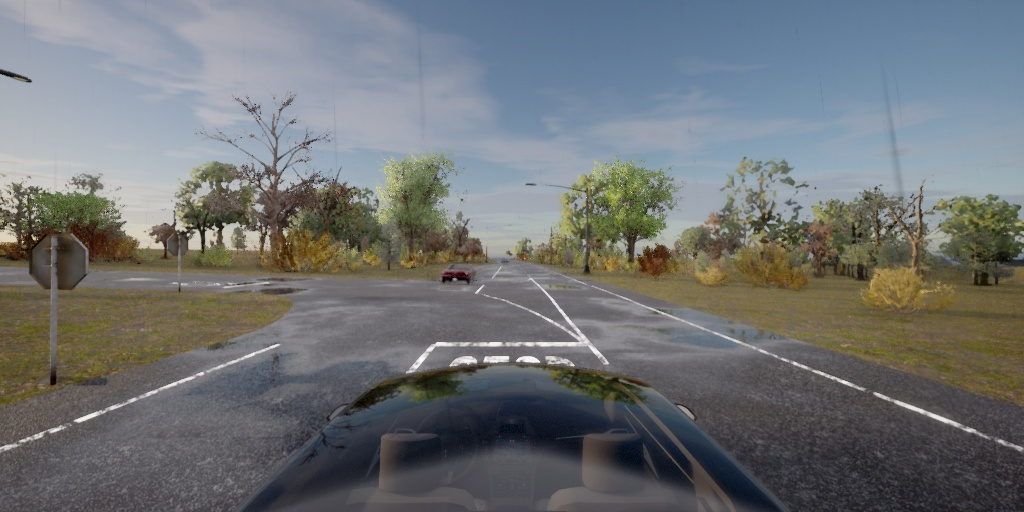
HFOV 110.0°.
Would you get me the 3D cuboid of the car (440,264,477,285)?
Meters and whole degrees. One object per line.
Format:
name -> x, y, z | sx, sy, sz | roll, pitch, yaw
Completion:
car -> -3.501, 1.168, 24.065 | 1.895, 1.301, 4.718 | 1, -1, 0
